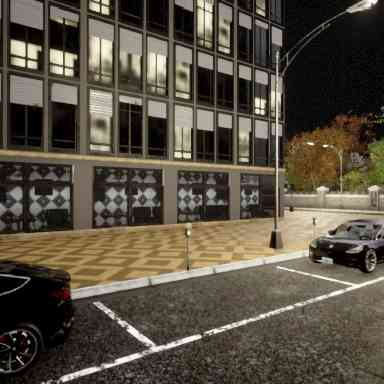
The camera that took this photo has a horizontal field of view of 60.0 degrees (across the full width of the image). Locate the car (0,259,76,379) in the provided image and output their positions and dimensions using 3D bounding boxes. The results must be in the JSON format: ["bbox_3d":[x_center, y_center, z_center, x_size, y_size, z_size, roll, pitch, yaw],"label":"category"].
[{"bbox_3d":[-3.641,1.566,3.960,4.313,1.339,1.947,0,0,-36],"label":"car"}]

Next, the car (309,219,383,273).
[{"bbox_3d":[5.589,1.562,10.645,4.313,1.339,1.947,0,0,-36],"label":"car"}]
